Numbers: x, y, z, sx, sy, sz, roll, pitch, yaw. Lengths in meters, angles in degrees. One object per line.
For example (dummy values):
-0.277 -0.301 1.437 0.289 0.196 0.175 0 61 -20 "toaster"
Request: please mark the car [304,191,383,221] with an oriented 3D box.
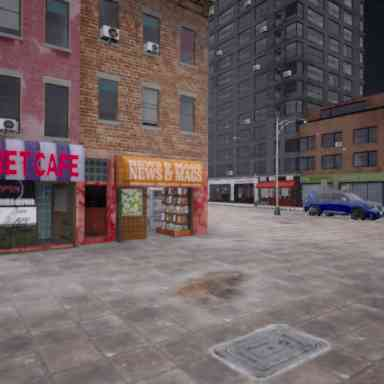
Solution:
10.846 0.974 24.096 2.150 2.045 5.566 1 1 -35 "car"
